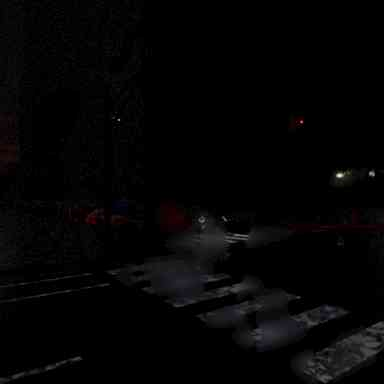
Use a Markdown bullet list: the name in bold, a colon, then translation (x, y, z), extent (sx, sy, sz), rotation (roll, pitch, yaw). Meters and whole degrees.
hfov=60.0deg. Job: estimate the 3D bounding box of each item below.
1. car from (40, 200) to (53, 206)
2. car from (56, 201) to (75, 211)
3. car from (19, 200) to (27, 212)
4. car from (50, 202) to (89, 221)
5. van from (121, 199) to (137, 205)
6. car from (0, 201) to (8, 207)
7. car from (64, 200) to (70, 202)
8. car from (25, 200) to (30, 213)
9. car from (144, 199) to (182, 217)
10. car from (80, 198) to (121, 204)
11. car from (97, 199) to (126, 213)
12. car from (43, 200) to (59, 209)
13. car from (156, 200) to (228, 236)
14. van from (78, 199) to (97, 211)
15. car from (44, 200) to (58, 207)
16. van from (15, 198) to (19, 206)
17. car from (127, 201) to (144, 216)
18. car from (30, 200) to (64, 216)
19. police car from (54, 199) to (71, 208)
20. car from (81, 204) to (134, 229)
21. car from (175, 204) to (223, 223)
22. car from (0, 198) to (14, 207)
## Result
- **car**: translation (-34.748, 2.652, 79.162), extent (1.947, 1.339, 4.313), rotation (-1, 0, -35)
- **car**: translation (-20.995, 2.304, 55.205), extent (1.994, 1.385, 4.181), rotation (0, -1, -35)
- **car**: translation (-23.370, 2.152, 48.403), extent (1.967, 1.590, 4.097), rotation (-1, 0, -35)
- **car**: translation (-12.055, 2.000, 32.467), extent (2.008, 1.369, 4.403), rotation (-1, 0, -35)
- **van**: translation (-8.264, 1.824, 41.882), extent (1.690, 1.788, 3.998), rotation (-1, 0, -35)
- **car**: translation (-44.407, 2.765, 78.041), extent (1.802, 1.307, 4.206), rotation (-1, 0, -35)
- **car**: translation (-16.642, 1.948, 43.585), extent (2.097, 1.767, 4.553), rotation (0, -1, -35)
- **car**: translation (-20.540, 2.191, 44.420), extent (1.887, 1.381, 4.507), rotation (-1, 0, -35)
- **car**: translation (-2.384, 1.661, 33.579), extent (2.192, 1.841, 5.009), rotation (-1, 0, -35)
- **car**: translation (-9.620, 1.654, 33.653), extent (2.150, 2.045, 5.566), rotation (0, -1, -35)
- **car**: translation (-11.204, 1.867, 46.033), extent (2.192, 1.841, 5.009), rotation (-1, 0, -35)
- **car**: translation (-26.892, 2.380, 63.511), extent (1.837, 1.490, 4.892), rotation (0, -1, -35)
- **car**: translation (0.085, 1.555, 20.106), extent (2.097, 1.767, 4.553), rotation (0, -1, -36)
- **van**: translation (-17.084, 2.029, 54.336), extent (1.690, 1.788, 3.998), rotation (-1, 0, -35)
- **car**: translation (-31.736, 2.586, 74.919), extent (1.947, 1.339, 4.313), rotation (-1, 0, -35)
- **van**: translation (-26.201, 2.118, 52.387), extent (1.690, 1.788, 3.998), rotation (-1, 0, -35)
- **car**: translation (-5.318, 1.996, 37.730), extent (1.802, 1.307, 4.206), rotation (-1, 0, -35)
- **car**: translation (-17.717, 1.896, 40.436), extent (2.192, 1.841, 5.009), rotation (-1, 0, -35)
- **police car**: translation (-25.465, 2.299, 65.416), extent (1.930, 1.638, 5.238), rotation (0, -1, -35)
- **car**: translation (-6.301, 1.839, 24.361), extent (1.752, 1.417, 4.829), rotation (-1, 0, -35)
- **car**: translation (0.561, 1.821, 29.427), extent (1.887, 1.381, 4.507), rotation (-1, 0, -35)
- **car**: translation (-41.295, 2.661, 73.656), extent (1.887, 1.381, 4.507), rotation (-1, 0, -35)
